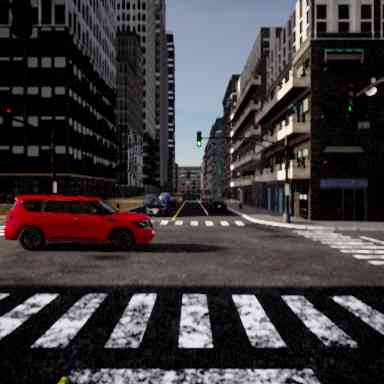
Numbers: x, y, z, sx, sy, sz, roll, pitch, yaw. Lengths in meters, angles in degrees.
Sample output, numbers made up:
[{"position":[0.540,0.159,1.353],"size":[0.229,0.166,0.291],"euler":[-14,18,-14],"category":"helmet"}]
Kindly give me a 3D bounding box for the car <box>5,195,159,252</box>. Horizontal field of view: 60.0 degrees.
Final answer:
[{"position":[-4.315,1.182,13.158],"size":[5.566,2.045,2.150],"euler":[1,0,-1],"category":"car"}]

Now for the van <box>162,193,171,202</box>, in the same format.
[{"position":[-5.651,1.163,73.525],"size":[1.690,1.788,3.998],"euler":[0,0,0],"category":"van"}]

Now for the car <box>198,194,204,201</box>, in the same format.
[{"position":[2.723,1.398,62.213],"size":[2.008,1.369,4.403],"euler":[0,0,0],"category":"car"}]

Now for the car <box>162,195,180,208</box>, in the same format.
[{"position":[-3.056,1.483,47.105],"size":[1.895,1.301,4.718],"euler":[0,0,0],"category":"car"}]

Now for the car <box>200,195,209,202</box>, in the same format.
[{"position":[2.730,1.367,73.520],"size":[1.887,1.381,4.507],"euler":[0,0,0],"category":"car"}]

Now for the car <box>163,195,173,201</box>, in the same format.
[{"position":[-5.647,1.360,79.180],"size":[2.008,1.369,4.403],"euler":[0,0,0],"category":"car"}]

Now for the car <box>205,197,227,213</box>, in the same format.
[{"position":[2.708,1.476,35.283],"size":[1.947,1.339,4.313],"euler":[0,0,0],"category":"car"}]

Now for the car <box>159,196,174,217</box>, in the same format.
[{"position":[-3.080,1.413,30.325],"size":[2.128,1.511,4.902],"euler":[0,0,0],"category":"car"}]

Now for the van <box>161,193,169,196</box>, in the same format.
[{"position":[-5.655,1.176,67.871],"size":[1.690,1.788,3.998],"euler":[0,0,0],"category":"van"}]

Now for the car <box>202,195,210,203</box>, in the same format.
[{"position":[2.713,1.431,45.250],"size":[1.887,1.381,4.507],"euler":[0,0,0],"category":"car"}]

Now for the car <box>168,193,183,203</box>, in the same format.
[{"position":[-2.963,1.204,65.540],"size":[2.097,1.767,4.553],"euler":[0,0,0],"category":"car"}]

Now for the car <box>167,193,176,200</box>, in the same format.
[{"position":[-5.641,1.100,90.488],"size":[2.192,1.841,5.009],"euler":[0,0,0],"category":"car"}]
